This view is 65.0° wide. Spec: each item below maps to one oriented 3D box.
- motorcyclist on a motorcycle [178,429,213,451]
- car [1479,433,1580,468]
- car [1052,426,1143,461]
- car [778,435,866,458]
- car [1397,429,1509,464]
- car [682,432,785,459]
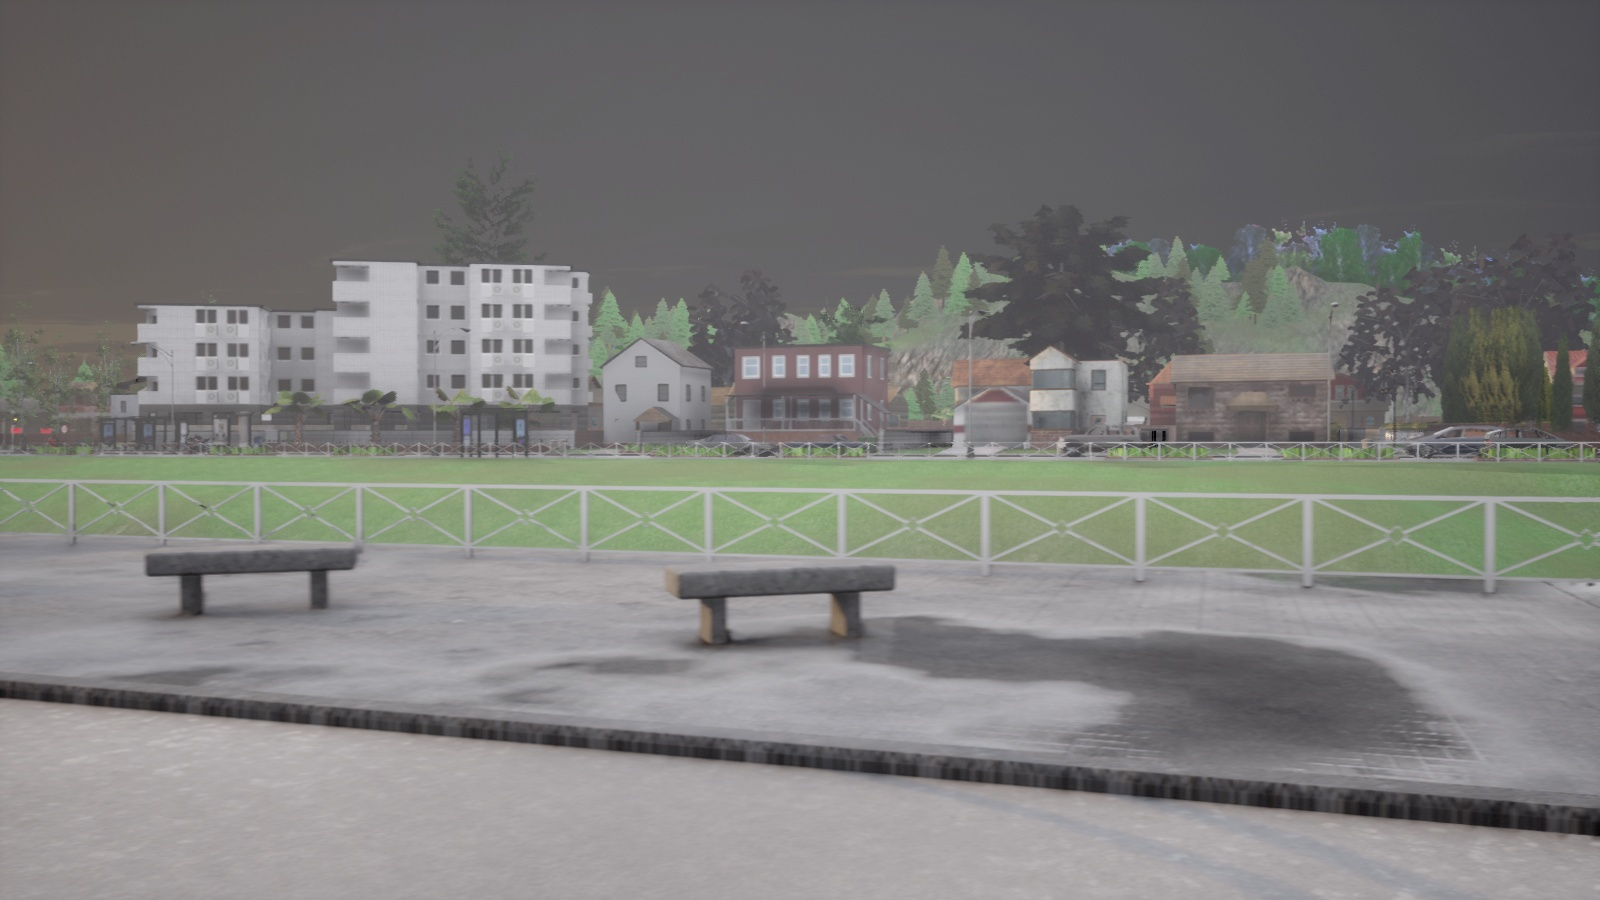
[{"bbox_3d":[-41.973,-0.692,87.162,2.191,1.530,0.866,1,1,19],"label":"motorcyclist on a motorcycle"},{"bbox_3d":[33.388,0.009,57.569,3.705,1.549,1.789,0,1,19],"label":"car"},{"bbox_3d":[16.043,-0.379,67.627,4.605,1.855,1.932,1,1,19],"label":"car"},{"bbox_3d":[1.268,-0.231,72.605,4.718,1.301,1.895,1,1,19],"label":"car"},{"bbox_3d":[32.261,-0.203,62.167,4.611,1.667,2.242,1,1,19],"label":"car"},{"bbox_3d":[-3.729,-0.262,70.066,5.357,1.411,2.033,1,1,19],"label":"car"}]
